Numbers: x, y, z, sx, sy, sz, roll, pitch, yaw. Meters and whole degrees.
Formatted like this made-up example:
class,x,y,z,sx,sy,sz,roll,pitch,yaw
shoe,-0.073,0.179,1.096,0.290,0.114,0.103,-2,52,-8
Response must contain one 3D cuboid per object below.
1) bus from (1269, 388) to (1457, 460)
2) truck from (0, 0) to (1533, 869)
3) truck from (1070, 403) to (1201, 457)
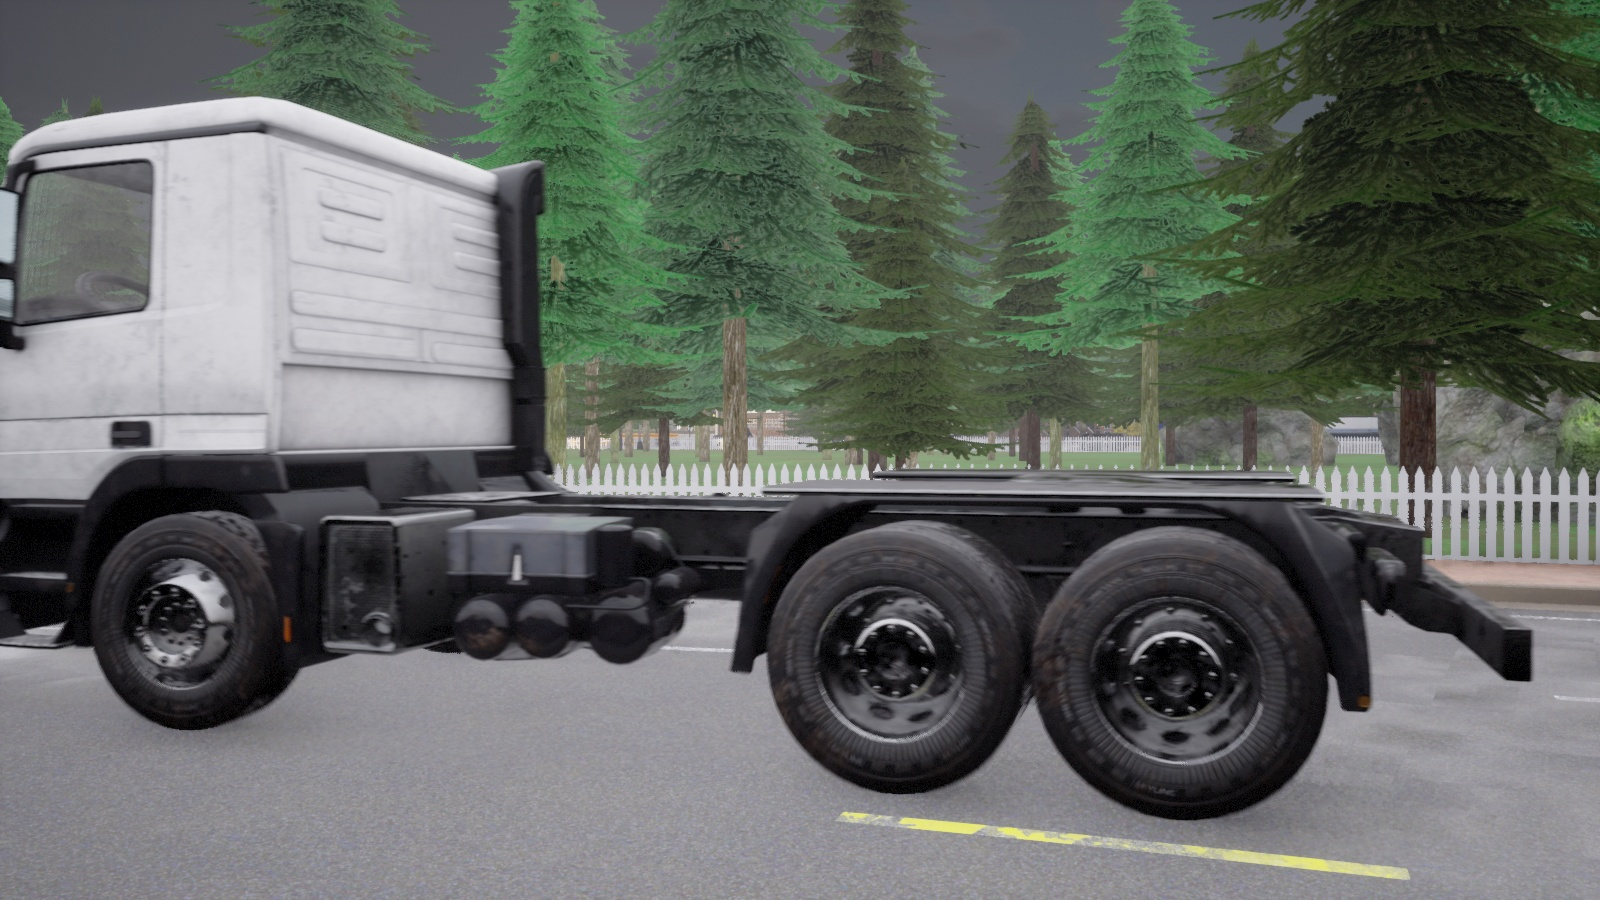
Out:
class,x,y,z,sx,sy,sz,roll,pitch,yaw
bus,35.381,-1.628,79.101,10.273,4.253,3.944,1,1,33
truck,-0.705,-0.272,7.118,7.936,3.462,2.891,1,1,18
truck,22.241,-1.352,83.439,7.936,3.462,2.891,1,1,33
